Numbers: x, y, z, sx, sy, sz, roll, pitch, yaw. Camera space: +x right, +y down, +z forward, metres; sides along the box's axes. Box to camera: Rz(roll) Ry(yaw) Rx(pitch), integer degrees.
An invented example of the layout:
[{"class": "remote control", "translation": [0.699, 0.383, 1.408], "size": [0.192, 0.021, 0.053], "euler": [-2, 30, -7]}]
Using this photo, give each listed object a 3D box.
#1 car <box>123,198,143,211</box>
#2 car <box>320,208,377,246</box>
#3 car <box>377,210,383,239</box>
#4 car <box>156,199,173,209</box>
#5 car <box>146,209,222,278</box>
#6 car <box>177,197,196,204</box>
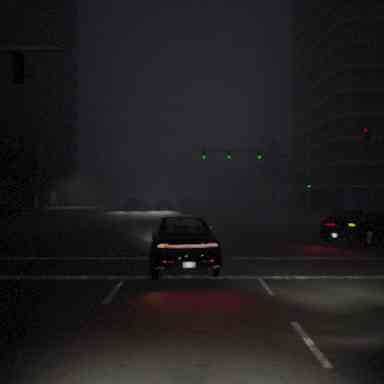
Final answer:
[{"class": "car", "translation": [-7.066, 1.492, 40.190], "size": [1.837, 1.490, 4.892], "euler": [0, 0, 0]}, {"class": "car", "translation": [7.796, 1.502, 15.193], "size": [4.892, 1.490, 1.837], "euler": [-1, -2, -38]}, {"class": "car", "translation": [3.601, 1.221, 1.701], "size": [2.150, 2.045, 5.566], "euler": [0, 0, 0]}, {"class": "car", "translation": [-3.553, 1.587, 42.827], "size": [1.895, 1.301, 4.718], "euler": [0, 0, 1]}, {"class": "car", "translation": [-0.340, 1.489, 10.192], "size": [2.128, 1.511, 4.902], "euler": [0, 0, -6]}, {"class": "car", "translation": [-1.102, 1.566, 64.778], "size": [1.895, 1.301, 4.718], "euler": [0, 0, -27]}]
